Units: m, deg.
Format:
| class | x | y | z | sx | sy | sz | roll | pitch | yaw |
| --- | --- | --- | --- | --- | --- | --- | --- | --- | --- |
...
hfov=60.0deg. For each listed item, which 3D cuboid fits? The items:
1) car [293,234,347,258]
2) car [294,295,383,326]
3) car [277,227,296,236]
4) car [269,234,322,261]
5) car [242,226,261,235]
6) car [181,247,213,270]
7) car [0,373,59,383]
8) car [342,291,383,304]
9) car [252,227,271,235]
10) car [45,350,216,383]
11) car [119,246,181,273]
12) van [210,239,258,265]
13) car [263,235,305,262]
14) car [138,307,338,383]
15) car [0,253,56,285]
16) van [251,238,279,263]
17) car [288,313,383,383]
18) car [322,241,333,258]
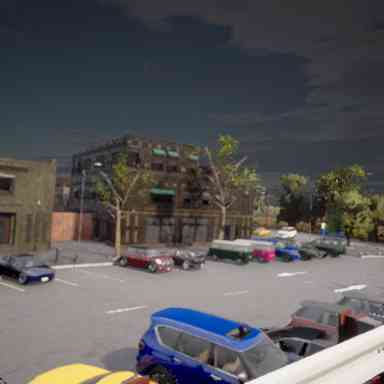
| class | x | y | z | sx | sy | sz | roll | pitch | yaw |
| --- | --- | --- | --- | --- | --- | --- | --- | --- | --- |
| car | 15.610 | 6.637 | 40.169 | 5.566 | 2.045 | 2.435 | 1 | -3 | 34 |
| car | 5.887 | 5.161 | 12.300 | 4.553 | 1.767 | 2.185 | 3 | -2 | 34 |
| car | 17.293 | 7.521 | 60.669 | 2.435 | 2.045 | 5.566 | 1 | -2 | 36 |
| car | 10.871 | 6.247 | 36.702 | 5.566 | 2.045 | 2.435 | 1 | -4 | 34 |
| car | 12.194 | 7.827 | 68.126 | 2.002 | 1.452 | 4.674 | 1 | -2 | 36 |
| car | -1.144 | 5.518 | 28.082 | 4.892 | 1.521 | 2.231 | 1 | -3 | 34 |
| car | -3.897 | 4.231 | 5.261 | 5.566 | 2.045 | 2.435 | 2 | -2 | 34 |
| car | 8.336 | 5.362 | 14.072 | 4.553 | 1.767 | 2.185 | 2 | -2 | 34 |
| car | 14.003 | 7.789 | 65.800 | 1.946 | 1.575 | 5.366 | 1 | -2 | 36 |
| car | -1.596 | 4.674 | 7.095 | 5.366 | 1.575 | 1.946 | 2 | -2 | 34 |
| car | -3.565 | 5.194 | 26.379 | 4.553 | 1.767 | 2.185 | 1 | -4 | 34 |
| van | 3.554 | 5.682 | 31.602 | 4.442 | 1.987 | 1.878 | 1 | -3 | 34 |
| car | 8.474 | 6.051 | 34.979 | 5.566 | 2.045 | 2.435 | 1 | -4 | 34 |
| car | 1.047 | 4.635 | 8.746 | 5.566 | 2.045 | 2.435 | 2 | -2 | 34 |
| car | -10.710 | 4.759 | 21.170 | 4.792 | 1.488 | 2.163 | 1 | -4 | 34 |
| van | 5.951 | 5.878 | 33.326 | 4.442 | 1.987 | 1.878 | 1 | -3 | 34 |
| car | 3.428 | 5.115 | 10.534 | 4.792 | 1.488 | 2.163 | 3 | -2 | 34 |
| car | 13.256 | 6.724 | 38.424 | 4.792 | 1.488 | 2.163 | 1 | -4 | 34 |
